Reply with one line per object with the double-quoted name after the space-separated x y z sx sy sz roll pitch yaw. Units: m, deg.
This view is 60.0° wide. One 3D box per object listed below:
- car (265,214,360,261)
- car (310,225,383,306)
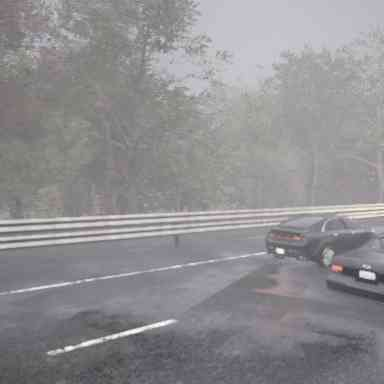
4.578 1.499 11.244 4.892 1.490 1.837 0 0 -36 "car"
5.198 1.540 7.429 5.357 1.411 2.033 0 0 -35 "car"
